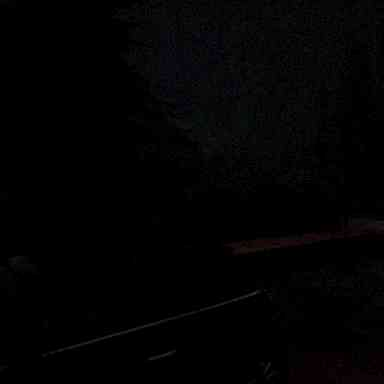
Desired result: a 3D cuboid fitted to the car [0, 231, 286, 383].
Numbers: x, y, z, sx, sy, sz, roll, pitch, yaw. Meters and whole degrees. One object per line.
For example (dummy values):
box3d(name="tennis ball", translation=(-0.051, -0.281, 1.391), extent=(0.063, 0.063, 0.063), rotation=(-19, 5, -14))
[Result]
box3d(name="car", translation=(-1.241, 1.350, 3.114), extent=(4.553, 1.767, 2.097), rotation=(0, 0, -35))
